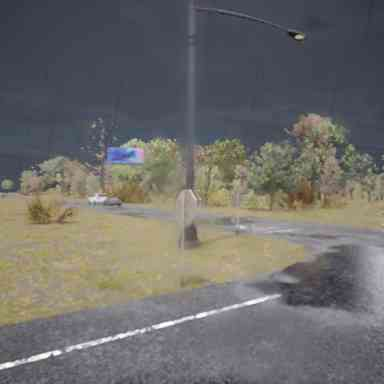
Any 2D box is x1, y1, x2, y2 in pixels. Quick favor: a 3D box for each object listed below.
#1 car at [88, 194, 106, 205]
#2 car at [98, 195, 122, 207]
[{"bbox_3d":[-17.107,1.303,60.377,2.150,2.045,5.566,1,0,-34],"label":"car"},{"bbox_3d":[-13.100,1.641,54.437,2.033,1.411,5.357,1,0,-33],"label":"car"}]
